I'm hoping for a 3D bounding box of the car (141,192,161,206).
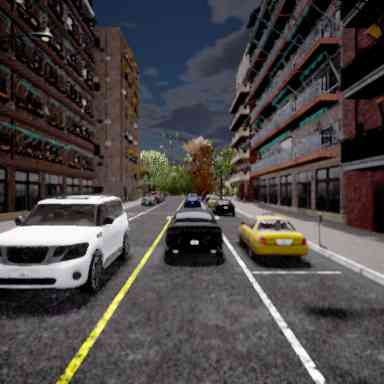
[{"bbox_3d":[-5.833,1.121,45.328,2.008,1.369,4.403,1,1,0],"label":"car"}]

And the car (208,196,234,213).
[{"bbox_3d":[2.757,1.287,29.237,1.947,1.339,4.313,1,1,0],"label":"car"}]

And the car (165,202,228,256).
[{"bbox_3d":[0.053,1.356,12.562,1.882,1.535,5.008,0,1,-1],"label":"car"}]

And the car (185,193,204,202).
[{"bbox_3d":[0.081,1.181,40.298,1.994,1.385,4.181,0,1,0],"label":"car"}]

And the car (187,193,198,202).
[{"bbox_3d":[0.072,0.968,58.965,1.812,1.442,4.674,0,0,0],"label":"car"}]

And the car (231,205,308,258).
[{"bbox_3d":[2.704,1.409,12.062,1.752,1.417,4.829,1,1,0],"label":"car"}]

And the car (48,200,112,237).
[{"bbox_3d":[-5.706,1.272,17.487,1.967,1.590,4.097,1,1,0],"label":"car"}]

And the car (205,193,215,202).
[{"bbox_3d":[2.818,1.146,39.901,1.752,1.417,4.829,1,1,0],"label":"car"}]

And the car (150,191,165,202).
[{"bbox_3d":[-5.832,0.833,50.893,2.192,1.841,5.009,1,1,0],"label":"car"}]

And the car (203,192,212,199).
[{"bbox_3d":[2.812,1.069,50.868,2.008,1.369,4.403,1,1,0],"label":"car"}]

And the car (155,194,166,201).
[{"bbox_3d":[-5.842,0.996,62.032,1.802,1.307,4.206,1,1,0],"label":"car"}]

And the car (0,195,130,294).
[{"bbox_3d":[-3.105,1.135,8.893,2.150,2.045,5.566,0,1,0],"label":"car"}]
